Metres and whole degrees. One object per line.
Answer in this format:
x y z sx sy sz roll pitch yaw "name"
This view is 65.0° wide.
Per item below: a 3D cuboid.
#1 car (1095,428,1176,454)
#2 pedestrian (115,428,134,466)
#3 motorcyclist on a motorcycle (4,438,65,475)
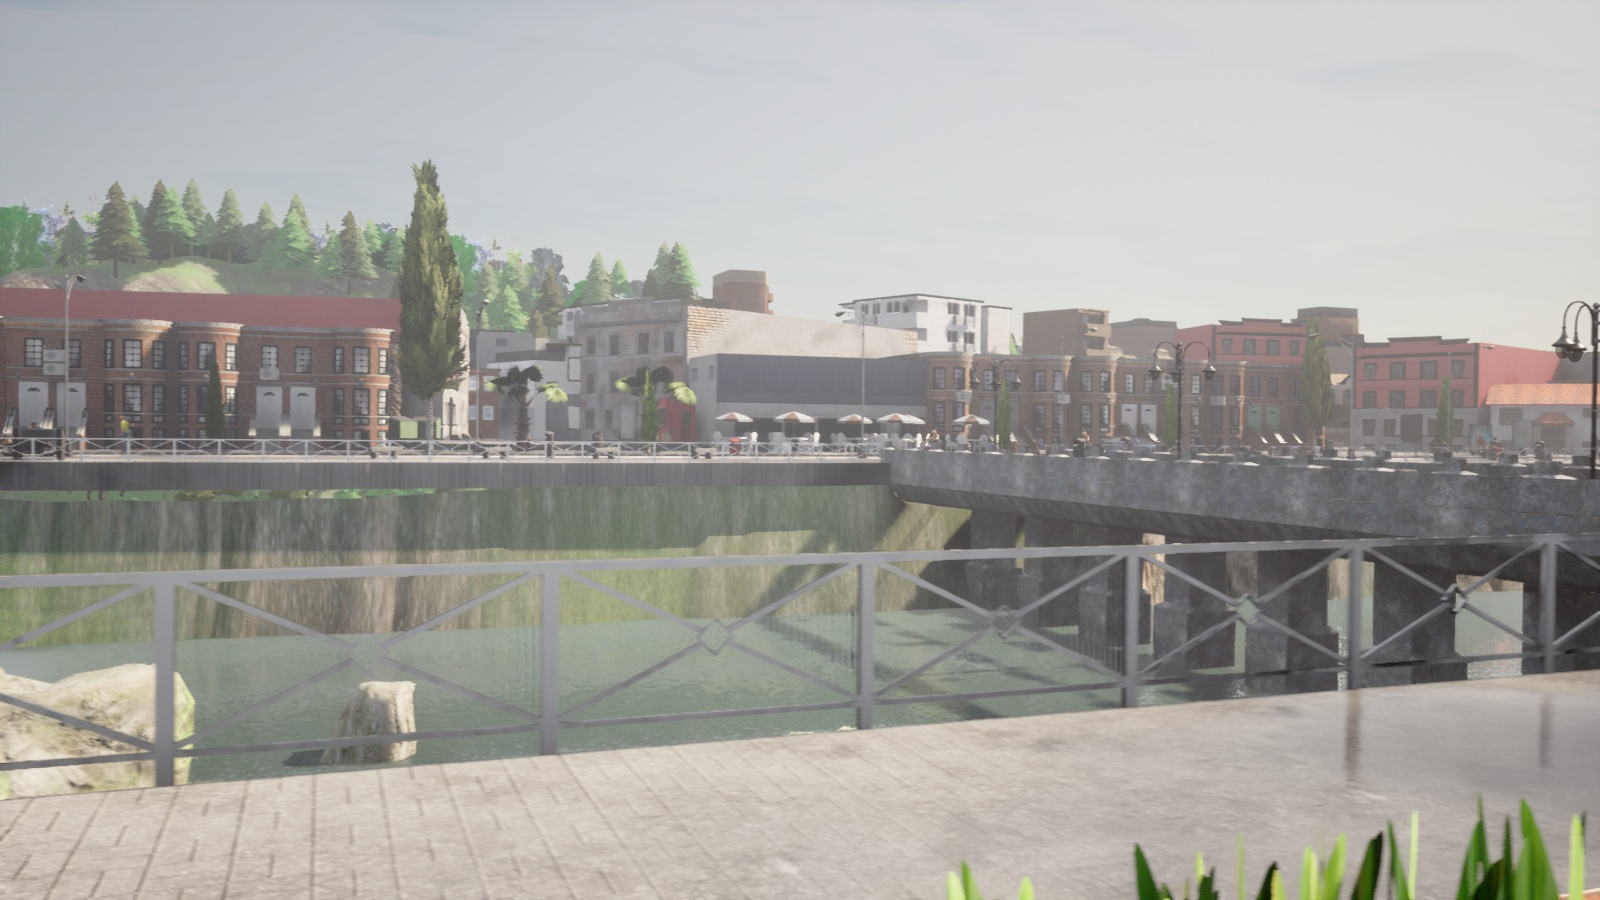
19.466 -0.534 72.861 4.181 1.385 1.994 -1 1 -21 "car"
-32.879 -0.131 61.140 0.706 1.836 0.354 0 1 11 "pedestrian"
-32.386 0.265 53.158 2.044 1.523 0.797 -1 1 -21 "motorcyclist on a motorcycle"
